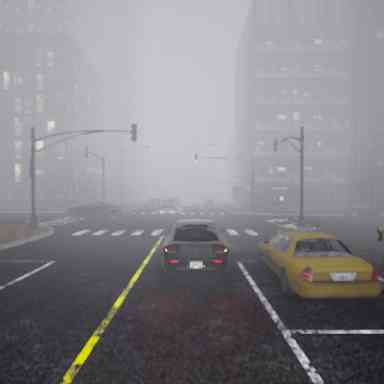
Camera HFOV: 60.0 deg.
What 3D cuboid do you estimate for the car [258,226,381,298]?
[{"bbox_3d":[2.808,1.544,8.482,1.752,1.417,4.829,-1,0,0],"label":"car"}]

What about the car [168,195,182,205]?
[{"bbox_3d":[-3.072,1.614,54.281,2.128,1.511,4.902,0,0,0],"label":"car"}]

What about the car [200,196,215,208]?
[{"bbox_3d":[2.677,1.668,51.921,2.008,1.369,4.403,-1,0,0],"label":"car"}]

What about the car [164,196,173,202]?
[{"bbox_3d":[-5.703,1.729,80.193,1.887,1.381,4.507,-1,0,0],"label":"car"}]

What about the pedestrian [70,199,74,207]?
[{"bbox_3d":[-12.548,1.287,34.789,0.375,1.300,0.375,0,0,1],"label":"pedestrian"}]

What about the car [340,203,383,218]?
[{"bbox_3d":[16.314,1.703,31.445,4.403,1.369,2.008,0,0,1],"label":"car"}]

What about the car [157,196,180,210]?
[{"bbox_3d":[-3.092,1.647,44.329,2.033,1.411,5.357,0,0,0],"label":"car"}]

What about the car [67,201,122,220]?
[{"bbox_3d":[-8.382,1.528,28.459,4.902,1.511,2.128,1,0,21],"label":"car"}]

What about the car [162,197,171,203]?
[{"bbox_3d":[-5.702,1.753,74.539,1.802,1.307,4.206,-1,0,0],"label":"car"}]

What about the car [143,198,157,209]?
[{"bbox_3d":[-5.703,1.629,46.097,1.752,1.417,4.829,-1,0,0],"label":"car"}]

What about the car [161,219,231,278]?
[{"bbox_3d":[0.100,1.548,10.107,1.812,1.442,4.674,0,0,0],"label":"car"}]

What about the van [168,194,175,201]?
[{"bbox_3d":[-5.707,1.552,91.504,1.690,1.788,3.998,-1,0,0],"label":"van"}]

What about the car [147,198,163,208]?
[{"bbox_3d":[-5.703,1.683,51.921,1.947,1.339,4.313,-1,0,0],"label":"car"}]
